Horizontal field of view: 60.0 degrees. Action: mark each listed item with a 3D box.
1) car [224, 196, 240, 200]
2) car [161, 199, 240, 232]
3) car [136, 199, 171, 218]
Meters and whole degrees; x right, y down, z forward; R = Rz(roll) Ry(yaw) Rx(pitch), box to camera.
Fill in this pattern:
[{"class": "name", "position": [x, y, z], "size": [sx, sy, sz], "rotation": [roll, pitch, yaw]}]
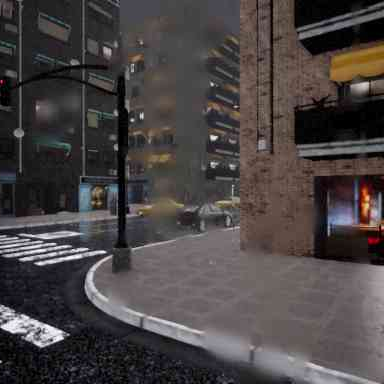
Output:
[{"class": "car", "position": [4.156, 1.119, 36.518], "size": [1.752, 1.417, 4.829], "rotation": [1, 1, 36]}, {"class": "car", "position": [0.640, 1.337, 18.287], "size": [2.008, 1.369, 4.403], "rotation": [1, 1, 36]}, {"class": "car", "position": [-2.515, 1.260, 27.346], "size": [1.752, 1.417, 4.829], "rotation": [1, 1, 36]}]
